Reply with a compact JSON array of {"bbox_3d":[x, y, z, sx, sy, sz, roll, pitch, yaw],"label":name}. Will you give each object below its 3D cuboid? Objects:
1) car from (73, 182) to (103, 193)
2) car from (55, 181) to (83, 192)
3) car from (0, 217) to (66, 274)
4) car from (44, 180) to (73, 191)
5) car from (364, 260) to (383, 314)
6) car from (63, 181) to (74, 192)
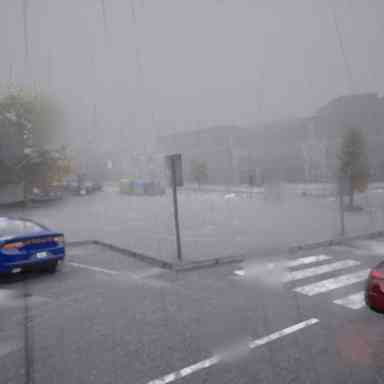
[{"bbox_3d":[-16.205,-0.737,53.471,2.163,1.488,4.792,1,6,17],"label":"car"},{"bbox_3d":[-21.003,-0.976,56.939,2.002,1.452,4.674,0,6,16],"label":"car"},{"bbox_3d":[-5.815,1.490,9.912,5.008,1.535,2.097,-1,0,36],"label":"car"},{"bbox_3d":[-23.419,-1.134,58.624,2.097,1.535,5.008,1,6,15],"label":"car"},{"bbox_3d":[5.068,1.501,6.228,4.181,1.385,1.994,-1,0,-36],"label":"car"},{"bbox_3d":[-18.586,-0.895,55.234,2.231,1.521,4.892,1,6,16],"label":"car"}]
